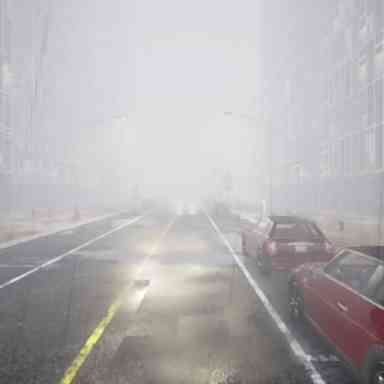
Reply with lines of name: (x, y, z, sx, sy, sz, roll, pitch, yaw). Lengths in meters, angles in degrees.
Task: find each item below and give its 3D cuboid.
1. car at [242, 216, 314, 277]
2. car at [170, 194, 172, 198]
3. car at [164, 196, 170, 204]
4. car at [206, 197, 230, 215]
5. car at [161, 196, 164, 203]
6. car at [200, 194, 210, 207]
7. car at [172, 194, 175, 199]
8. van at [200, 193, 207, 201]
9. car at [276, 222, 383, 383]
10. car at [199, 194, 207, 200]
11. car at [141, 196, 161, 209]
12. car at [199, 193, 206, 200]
car: (2.693, 1.421, 10.175, 1.967, 1.590, 4.097, 0, 0, 0)
car: (-5.679, 1.393, 67.109, 1.947, 1.339, 4.313, 0, 0, 0)
car: (-5.680, 1.391, 61.416, 1.887, 1.381, 4.507, 0, 0, 0)
car: (2.697, 1.476, 32.946, 1.887, 1.381, 4.507, 0, 0, 0)
car: (-5.682, 1.464, 50.031, 1.802, 1.307, 4.206, 0, 0, 0)
car: (2.699, 1.448, 50.022, 1.947, 1.339, 4.313, 0, 0, 0)
car: (-5.675, 1.265, 95.404, 1.752, 1.417, 4.829, 0, 0, 0)
van: (2.704, 1.129, 78.484, 1.690, 1.788, 3.998, 0, 0, 0)
car: (2.692, 1.432, 4.483, 1.967, 1.590, 4.097, 0, 0, 0)
car: (2.705, 1.206, 84.175, 1.967, 1.590, 4.097, 0, 0, 0)
car: (-5.682, 1.443, 44.338, 1.887, 1.381, 4.507, 0, 0, 0)
car: (2.701, 1.412, 61.407, 1.947, 1.339, 4.313, 0, 0, 0)
